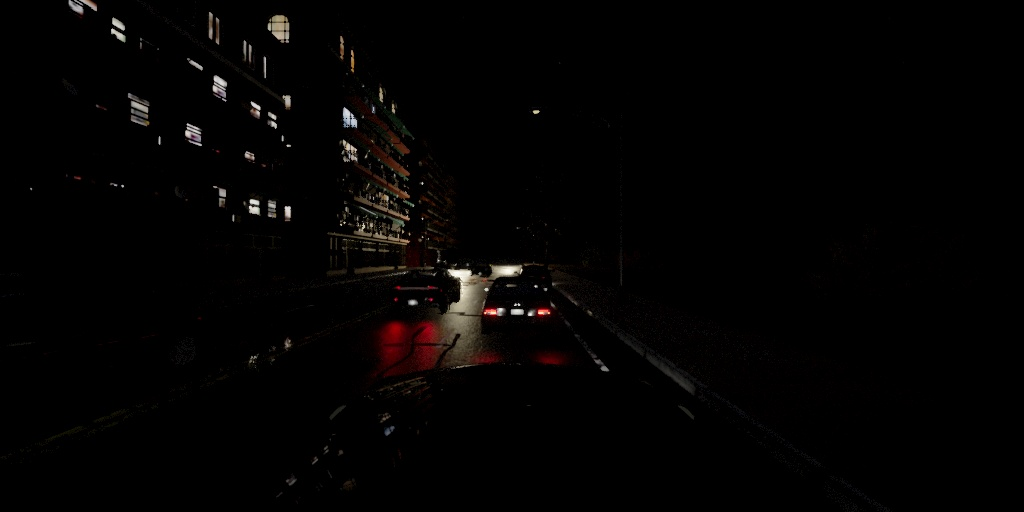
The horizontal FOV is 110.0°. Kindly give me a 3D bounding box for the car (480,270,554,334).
[{"bbox_3d":[0.120,1.299,10.531,2.033,1.411,5.357,0,0,0],"label":"car"}]

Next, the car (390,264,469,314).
[{"bbox_3d":[-3.125,1.243,13.743,2.128,1.511,4.902,0,0,0],"label":"car"}]

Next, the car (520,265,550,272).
[{"bbox_3d":[1.177,1.257,20.219,1.837,1.490,4.892,0,0,0],"label":"car"}]

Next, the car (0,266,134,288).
[{"bbox_3d":[-9.840,1.103,7.070,2.097,1.767,4.553,0,0,0],"label":"car"}]

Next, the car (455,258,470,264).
[{"bbox_3d":[-6.496,1.103,48.079,2.097,1.767,4.553,0,0,0],"label":"car"}]

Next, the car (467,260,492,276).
[{"bbox_3d":[-3.074,1.353,36.679,1.895,1.301,4.718,0,0,0],"label":"car"}]

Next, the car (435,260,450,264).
[{"bbox_3d":[-9.741,1.315,50.052,1.994,1.385,4.181,0,0,0],"label":"car"}]

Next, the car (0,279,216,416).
[{"bbox_3d":[-6.595,1.255,4.823,1.837,1.490,4.892,0,0,0],"label":"car"}]
